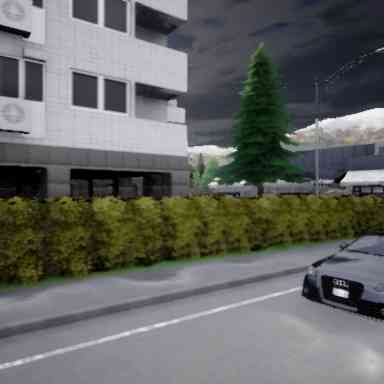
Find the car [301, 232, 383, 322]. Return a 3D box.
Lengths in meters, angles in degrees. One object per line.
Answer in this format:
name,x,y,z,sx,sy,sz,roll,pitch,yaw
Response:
car,4.215,1.583,6.949,4.181,1.385,1.994,0,0,-35
